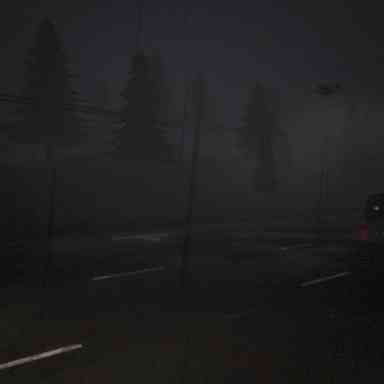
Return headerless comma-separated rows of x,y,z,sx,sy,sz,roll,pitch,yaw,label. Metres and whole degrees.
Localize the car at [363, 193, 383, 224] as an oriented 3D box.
13.539,1.069,22.003,5.566,2.045,2.150,0,0,-35,car
